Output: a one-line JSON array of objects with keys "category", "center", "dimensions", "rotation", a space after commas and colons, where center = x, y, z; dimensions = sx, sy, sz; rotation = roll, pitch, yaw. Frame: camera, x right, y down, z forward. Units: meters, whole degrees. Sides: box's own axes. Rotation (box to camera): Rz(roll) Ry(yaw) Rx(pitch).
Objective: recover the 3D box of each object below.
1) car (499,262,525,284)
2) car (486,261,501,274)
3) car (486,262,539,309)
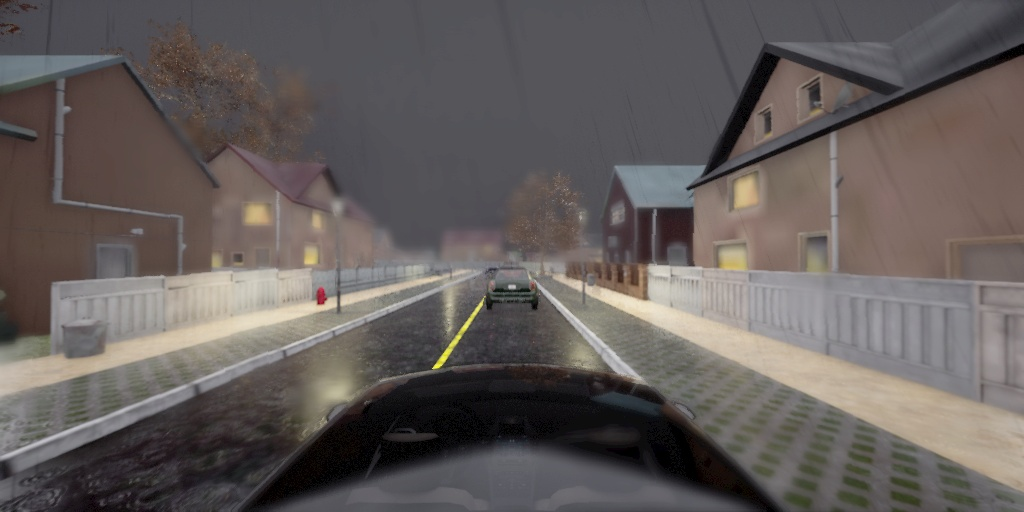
[{"category": "car", "center": [0.014, 1.401, 30.945], "dimensions": [2.097, 1.767, 4.553], "rotation": [0, -1, 0]}, {"category": "car", "center": [-2.729, 1.654, 53.531], "dimensions": [2.097, 1.767, 4.553], "rotation": [0, 0, 0]}, {"category": "car", "center": [0.008, 1.240, 15.936], "dimensions": [2.097, 1.767, 4.553], "rotation": [0, -1, 0]}]
